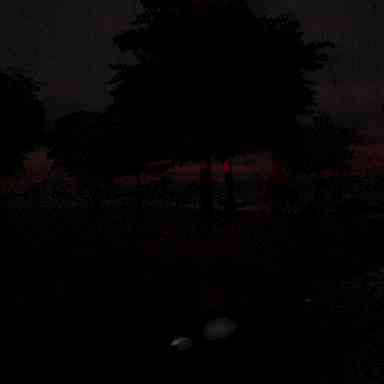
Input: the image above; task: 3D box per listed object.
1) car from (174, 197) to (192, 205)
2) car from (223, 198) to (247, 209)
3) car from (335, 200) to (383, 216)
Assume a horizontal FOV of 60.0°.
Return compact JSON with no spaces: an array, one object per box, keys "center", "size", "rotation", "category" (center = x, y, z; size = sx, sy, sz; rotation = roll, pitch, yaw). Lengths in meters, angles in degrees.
[{"center":[-1.770,1.709,65.379],"size":[1.882,1.535,5.008],"rotation":[-3,0,-28],"category":"car"},{"center":[6.446,1.686,50.562],"size":[1.812,1.442,4.674],"rotation":[-3,1,-30],"category":"car"},{"center":[17.047,1.511,33.102],"size":[2.033,1.411,5.357],"rotation":[-3,1,-32],"category":"car"}]
